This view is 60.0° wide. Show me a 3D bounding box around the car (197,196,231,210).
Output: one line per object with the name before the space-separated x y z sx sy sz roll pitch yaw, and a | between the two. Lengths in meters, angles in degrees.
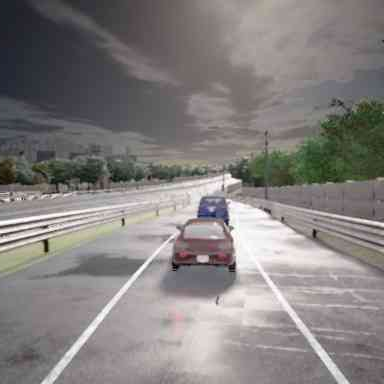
car | 1.645 1.277 24.783 2.150 2.045 5.566 1 0 8

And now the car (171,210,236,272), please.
car | 0.421 1.548 10.846 1.812 1.442 4.674 0 0 4
